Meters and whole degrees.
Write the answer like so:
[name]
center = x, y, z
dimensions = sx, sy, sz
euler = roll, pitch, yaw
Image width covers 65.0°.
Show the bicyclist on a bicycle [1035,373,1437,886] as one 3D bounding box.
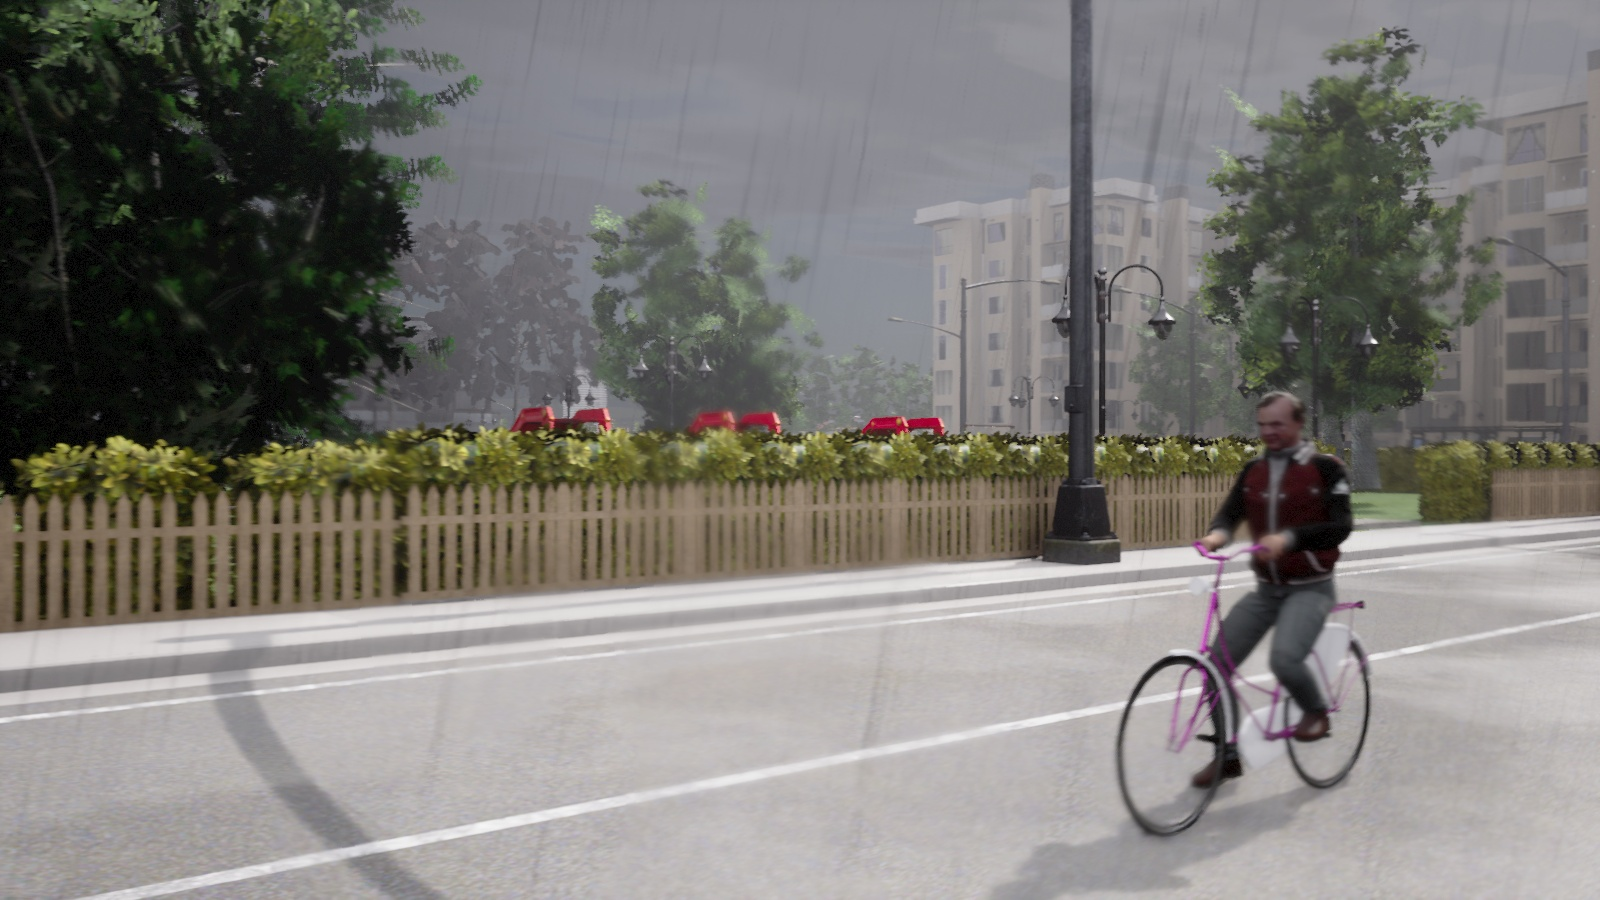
[bicyclist on a bicycle]
center = 1.844, 0.627, 5.177
dimensions = 1.843, 1.776, 0.659
euler = 0, 0, -38
